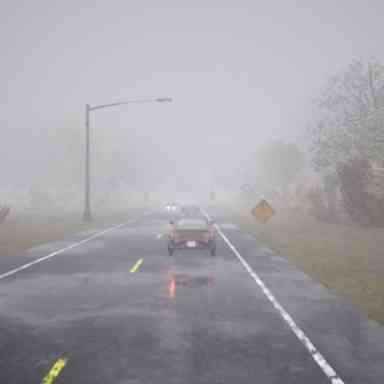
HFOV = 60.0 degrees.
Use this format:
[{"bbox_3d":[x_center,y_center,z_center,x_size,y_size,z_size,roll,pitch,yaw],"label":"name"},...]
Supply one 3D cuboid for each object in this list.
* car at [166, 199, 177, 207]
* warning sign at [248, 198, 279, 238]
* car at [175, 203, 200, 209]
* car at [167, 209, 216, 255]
[{"bbox_3d":[-3.970,2.118,65.319,2.128,1.511,4.902,0,-1,0],"label":"car"},{"bbox_3d":[3.537,1.272,16.601,1.300,1.860,1.060,1,1,0],"label":"warning sign"},{"bbox_3d":[-0.075,1.807,27.521,2.033,1.411,5.357,0,-1,0],"label":"car"},{"bbox_3d":[0.004,1.657,13.911,1.812,1.442,4.674,0,0,0],"label":"car"}]
